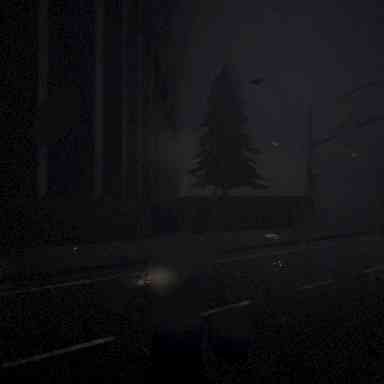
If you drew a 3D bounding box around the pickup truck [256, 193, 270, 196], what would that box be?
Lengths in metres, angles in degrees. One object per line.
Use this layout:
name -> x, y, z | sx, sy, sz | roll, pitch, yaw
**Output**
pickup truck -> 14.332, 1.305, 67.539 | 2.390, 2.098, 6.274 | 0, 0, -6
